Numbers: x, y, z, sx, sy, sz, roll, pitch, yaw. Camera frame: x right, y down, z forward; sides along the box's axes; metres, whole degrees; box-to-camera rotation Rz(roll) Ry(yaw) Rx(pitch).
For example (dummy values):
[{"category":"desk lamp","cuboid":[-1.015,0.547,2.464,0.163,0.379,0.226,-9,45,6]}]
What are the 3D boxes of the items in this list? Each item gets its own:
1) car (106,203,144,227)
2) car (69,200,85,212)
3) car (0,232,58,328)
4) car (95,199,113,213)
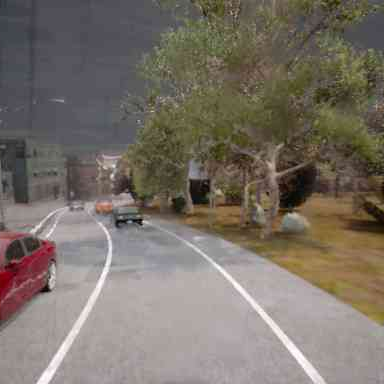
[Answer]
[{"category":"car","cuboid":[-4.821,1.702,24.063,1.895,1.301,4.718,-2,0,-19]},{"category":"car","cuboid":[-16.115,1.889,46.778,2.128,1.511,4.902,-2,0,-15]},{"category":"car","cuboid":[-3.958,1.533,6.116,1.882,1.535,5.008,-1,0,-7]},{"category":"car","cuboid":[-10.770,1.607,40.935,2.097,1.767,4.553,-2,0,-18]}]
